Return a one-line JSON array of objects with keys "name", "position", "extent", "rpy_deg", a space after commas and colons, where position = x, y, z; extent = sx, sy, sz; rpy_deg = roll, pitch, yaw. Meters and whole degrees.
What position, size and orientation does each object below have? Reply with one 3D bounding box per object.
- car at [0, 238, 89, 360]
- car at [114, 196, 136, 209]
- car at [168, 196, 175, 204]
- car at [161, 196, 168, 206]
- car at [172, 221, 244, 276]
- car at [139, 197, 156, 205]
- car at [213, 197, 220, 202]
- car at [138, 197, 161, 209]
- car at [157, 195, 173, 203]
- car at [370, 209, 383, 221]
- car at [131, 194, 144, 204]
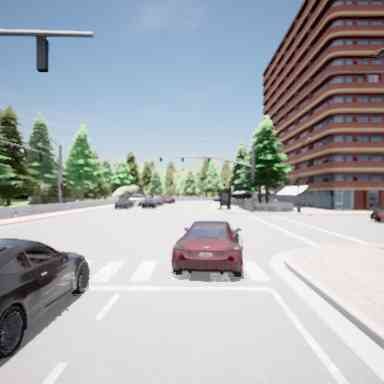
[{"name": "car", "position": [-3.336, 1.543, 5.858], "extent": [1.812, 1.442, 4.674], "rpy_deg": [0, 0, 1]}, {"name": "car", "position": [-9.826, 1.660, 47.894], "extent": [1.837, 1.490, 4.892], "rpy_deg": [0, 0, 1]}, {"name": "car", "position": [-4.994, 1.589, 69.486], "extent": [2.097, 1.767, 4.553], "rpy_deg": [0, 0, 13]}, {"name": "car", "position": [-6.037, 1.745, 59.314], "extent": [2.033, 1.411, 5.357], "rpy_deg": [0, 0, 2]}, {"name": "car", "position": [0.635, 1.601, 10.607], "extent": [1.994, 1.385, 4.181], "rpy_deg": [0, 0, 8]}, {"name": "car", "position": [-8.925, 1.769, 67.572], "extent": [2.033, 1.411, 5.357], "rpy_deg": [0, 0, 10]}, {"name": "car", "position": [7.631, 1.900, 86.343], "extent": [1.895, 1.301, 4.718], "rpy_deg": [0, 0, 45]}, {"name": "car", "position": [-6.294, 1.766, 49.677], "extent": [1.895, 1.301, 4.718], "rpy_deg": [0, 0, 1]}, {"name": "car", "position": [-6.204, 1.614, 77.263], "extent": [2.097, 1.767, 4.553], "rpy_deg": [0, 0, 20]}, {"name": "car", "position": [16.513, 1.728, 26.417], "extent": [4.181, 1.385, 1.994], "rpy_deg": [0, 0, 1]}, {"name": "car", "position": [-9.613, 1.410, 57.648], "extent": [2.150, 2.045, 5.566], "rpy_deg": [0, 0, 2]}]
